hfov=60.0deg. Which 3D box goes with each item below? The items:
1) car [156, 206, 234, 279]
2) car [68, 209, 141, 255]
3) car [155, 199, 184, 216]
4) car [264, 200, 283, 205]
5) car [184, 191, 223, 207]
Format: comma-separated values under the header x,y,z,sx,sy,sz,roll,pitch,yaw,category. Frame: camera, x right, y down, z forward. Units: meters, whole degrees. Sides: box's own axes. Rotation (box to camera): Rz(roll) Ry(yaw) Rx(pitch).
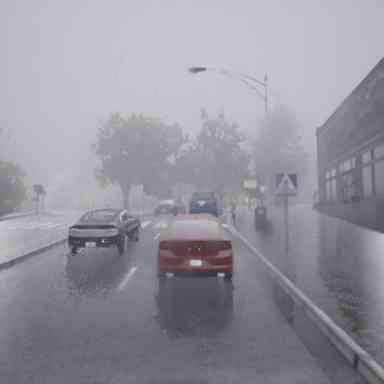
x,y,z,sx,sy,sz,roll,pitch,yaw,category
0.081,1.405,9.883,1.882,1.535,5.008,0,1,0,car
-3.166,1.391,12.816,2.128,1.511,4.902,0,1,0,car
-1.760,1.312,28.056,1.812,1.442,4.674,-1,-1,12,car
20.798,2.851,85.239,4.892,1.490,1.837,-3,-5,44,car
1.174,0.963,26.237,2.150,2.045,5.566,-1,0,10,car
